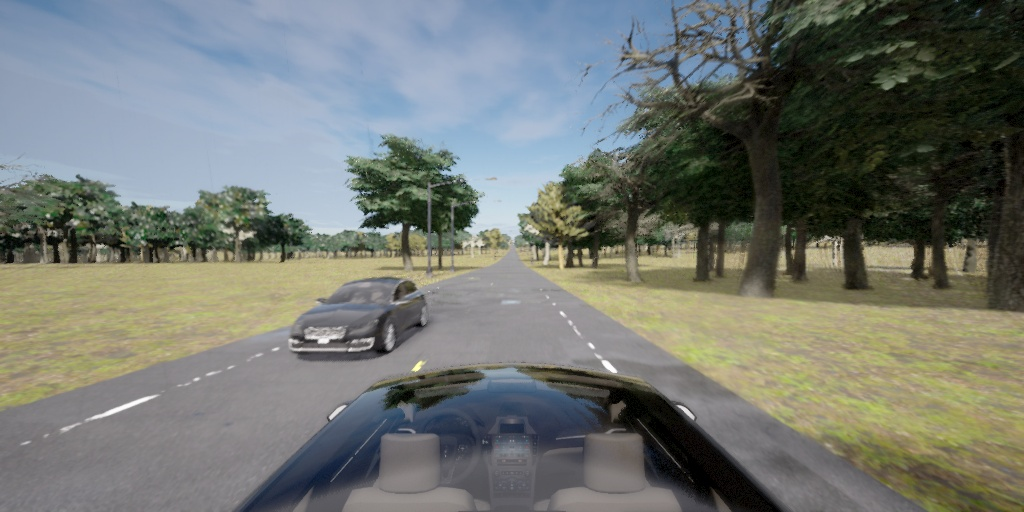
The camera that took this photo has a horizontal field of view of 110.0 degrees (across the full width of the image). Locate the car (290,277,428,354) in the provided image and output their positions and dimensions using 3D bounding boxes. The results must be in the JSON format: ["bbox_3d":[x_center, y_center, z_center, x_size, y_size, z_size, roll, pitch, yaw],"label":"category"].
[{"bbox_3d":[-3.463,1.326,9.045,1.837,1.490,4.892,0,0,0],"label":"car"}]
